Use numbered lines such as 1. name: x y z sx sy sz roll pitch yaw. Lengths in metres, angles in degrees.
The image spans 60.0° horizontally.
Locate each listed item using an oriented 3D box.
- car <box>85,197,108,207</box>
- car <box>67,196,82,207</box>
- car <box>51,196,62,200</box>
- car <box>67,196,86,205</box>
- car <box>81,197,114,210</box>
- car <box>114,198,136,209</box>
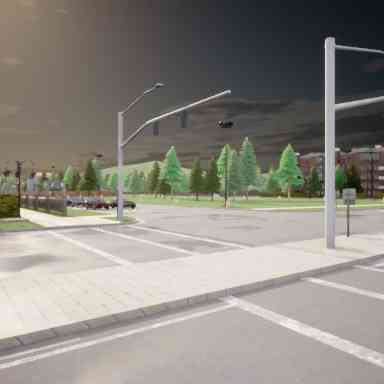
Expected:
1. car: -15.242 1.505 52.860 1.837 1.490 4.892 0 0 -36
2. car: -17.640 1.505 50.200 1.837 1.490 4.892 0 0 -36
3. car: -23.481 1.505 58.283 1.837 1.490 4.892 0 0 -36
4. car: -21.343 1.478 61.322 1.882 1.535 5.008 0 0 -36
5. car: -12.227 1.601 42.759 1.895 1.301 4.718 0 0 -36
6. car: -9.442 1.547 44.870 2.033 1.411 5.357 0 0 -36
